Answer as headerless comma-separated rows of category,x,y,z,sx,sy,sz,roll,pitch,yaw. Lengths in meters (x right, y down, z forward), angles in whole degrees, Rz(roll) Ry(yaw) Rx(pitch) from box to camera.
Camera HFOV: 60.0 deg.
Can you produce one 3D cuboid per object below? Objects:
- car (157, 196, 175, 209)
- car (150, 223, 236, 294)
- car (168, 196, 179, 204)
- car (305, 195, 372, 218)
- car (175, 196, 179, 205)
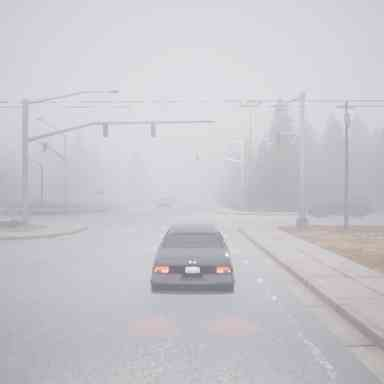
car,-3.698,1.494,45.044,1.837,1.490,4.892,0,0,0
car,0.030,1.542,8.919,2.033,1.411,5.357,0,0,0
car,-3.581,1.489,65.358,1.837,1.490,4.892,0,0,1
car,12.989,1.244,29.614,5.566,2.045,2.150,0,0,1
car,-3.695,1.478,54.695,2.128,1.511,4.902,0,0,0
